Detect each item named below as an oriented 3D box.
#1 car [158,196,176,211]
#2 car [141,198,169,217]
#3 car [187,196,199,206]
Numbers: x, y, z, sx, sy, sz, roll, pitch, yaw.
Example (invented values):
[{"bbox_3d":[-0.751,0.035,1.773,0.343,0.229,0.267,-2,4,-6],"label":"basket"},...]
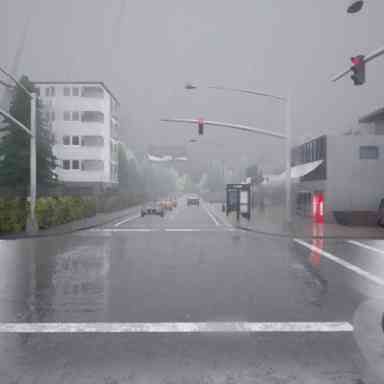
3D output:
[{"bbox_3d":[-3.490,1.352,40.690,2.097,1.767,4.553,0,0,0],"label":"car"},{"bbox_3d":[-3.522,1.564,30.989,1.994,1.385,4.181,0,0,0],"label":"car"},{"bbox_3d":[0.241,1.477,53.920,1.882,1.535,5.008,0,0,1],"label":"car"}]
